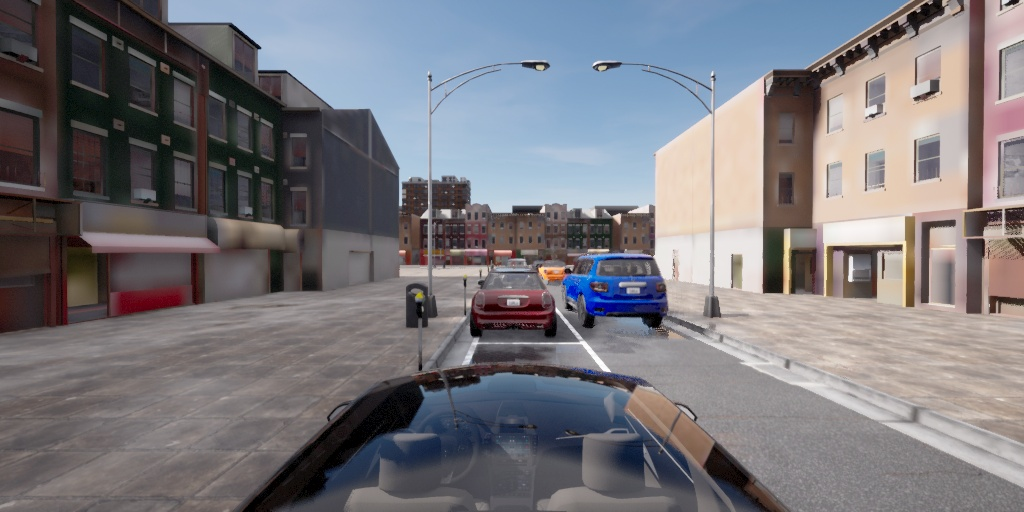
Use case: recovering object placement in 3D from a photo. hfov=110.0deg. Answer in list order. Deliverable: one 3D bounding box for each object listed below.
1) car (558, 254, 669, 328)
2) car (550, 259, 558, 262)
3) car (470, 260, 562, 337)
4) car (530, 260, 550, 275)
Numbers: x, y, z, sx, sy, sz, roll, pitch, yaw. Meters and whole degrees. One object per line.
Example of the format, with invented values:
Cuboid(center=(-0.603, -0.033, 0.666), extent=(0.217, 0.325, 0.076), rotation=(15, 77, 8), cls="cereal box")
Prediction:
Cuboid(center=(3.023, 0.969, 11.608), extent=(2.150, 2.045, 5.566), rotation=(0, 0, 0), cls="car")
Cuboid(center=(3.100, 1.109, 26.937), extent=(2.097, 1.767, 4.553), rotation=(0, 0, 0), cls="car")
Cuboid(center=(0.033, 1.102, 10.471), extent=(2.097, 1.767, 4.553), rotation=(0, 0, 0), cls="car")
Cuboid(center=(3.094, 1.269, 40.487), extent=(1.837, 1.490, 4.892), rotation=(0, 0, 0), cls="car")
